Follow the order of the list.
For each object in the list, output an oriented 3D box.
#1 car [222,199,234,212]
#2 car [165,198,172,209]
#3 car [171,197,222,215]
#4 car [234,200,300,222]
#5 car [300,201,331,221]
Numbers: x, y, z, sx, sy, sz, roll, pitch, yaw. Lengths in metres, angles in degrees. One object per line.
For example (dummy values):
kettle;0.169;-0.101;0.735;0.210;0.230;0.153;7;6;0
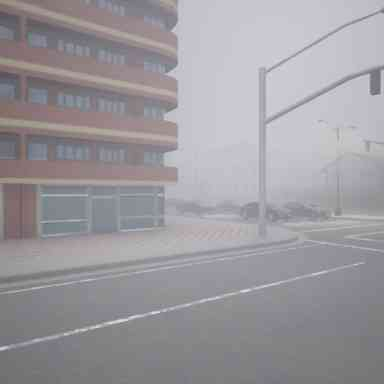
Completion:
car;4.375;1.526;35.109;1.812;1.442;4.674;0;0;-34
car;-1.836;1.503;44.113;1.837;1.490;4.892;0;1;-35
car;0.351;1.545;34.762;2.033;1.411;5.357;0;0;-34
car;5.875;1.505;26.734;1.837;1.490;4.892;0;0;-34
car;9.310;1.526;27.939;1.812;1.442;4.674;0;0;-34
